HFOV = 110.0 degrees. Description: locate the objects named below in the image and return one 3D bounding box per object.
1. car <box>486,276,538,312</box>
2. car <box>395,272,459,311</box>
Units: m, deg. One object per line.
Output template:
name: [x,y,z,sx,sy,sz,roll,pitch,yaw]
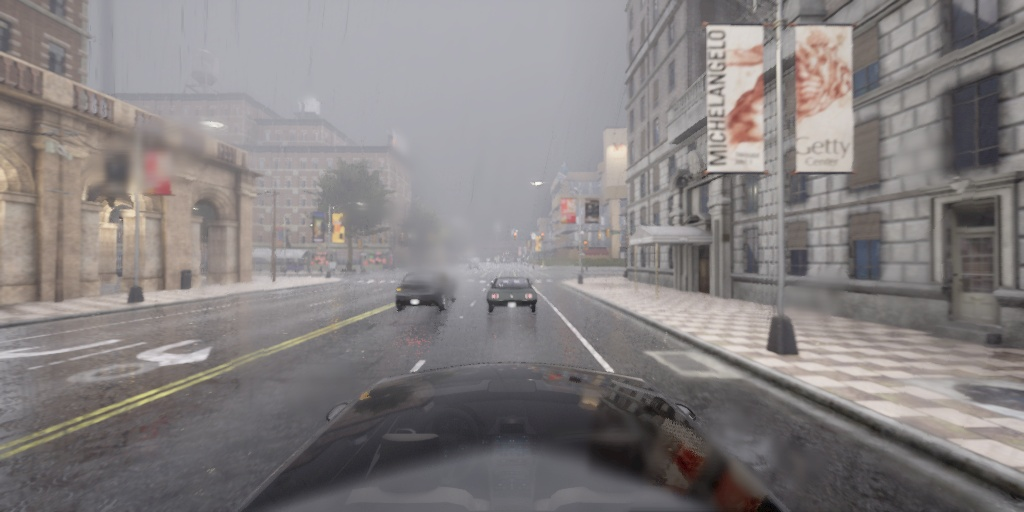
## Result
car: [0.008,1.497,15.091,1.895,1.301,4.718,0,-1,0]
car: [-3.492,1.406,15.337,1.837,1.490,4.892,0,0,0]
